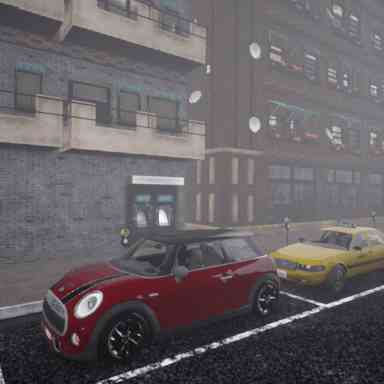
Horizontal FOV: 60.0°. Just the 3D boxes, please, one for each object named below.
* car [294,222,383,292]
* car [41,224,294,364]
[{"bbox_3d":[3.990,1.527,8.933,4.829,1.417,1.752,0,1,-35],"label":"car"},{"bbox_3d":[-0.388,1.441,5.808,4.097,1.590,1.967,0,1,-35],"label":"car"}]
